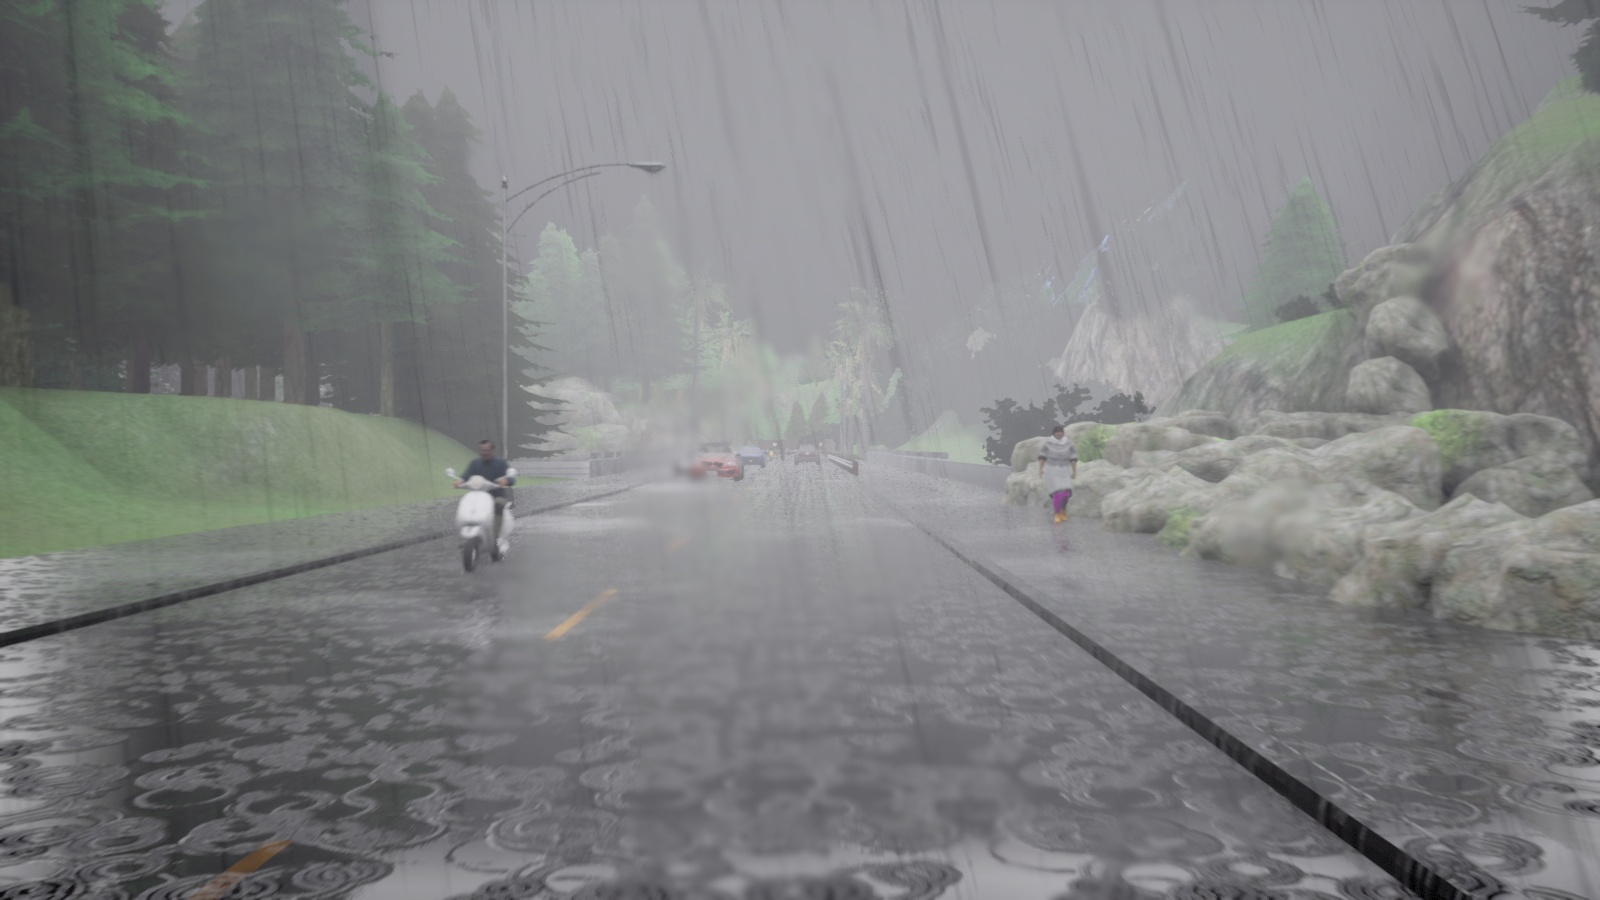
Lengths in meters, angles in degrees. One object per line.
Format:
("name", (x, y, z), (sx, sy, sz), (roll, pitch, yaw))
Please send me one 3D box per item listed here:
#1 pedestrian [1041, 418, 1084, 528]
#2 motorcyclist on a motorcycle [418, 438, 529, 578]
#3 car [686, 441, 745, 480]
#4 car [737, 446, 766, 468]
("pedestrian", (4.750, 0.404, 22.765), (0.659, 1.952, 0.873), (0, 0, 4))
("motorcyclist on a motorcycle", (-3.900, 0.659, 15.159), (0.866, 1.590, 1.817), (0, 0, 0))
("car", (-3.671, 0.449, 55.416), (2.242, 1.667, 4.611), (0, 0, 0))
("car", (-3.470, 0.494, 90.405), (1.882, 1.535, 5.008), (0, 0, 0))
